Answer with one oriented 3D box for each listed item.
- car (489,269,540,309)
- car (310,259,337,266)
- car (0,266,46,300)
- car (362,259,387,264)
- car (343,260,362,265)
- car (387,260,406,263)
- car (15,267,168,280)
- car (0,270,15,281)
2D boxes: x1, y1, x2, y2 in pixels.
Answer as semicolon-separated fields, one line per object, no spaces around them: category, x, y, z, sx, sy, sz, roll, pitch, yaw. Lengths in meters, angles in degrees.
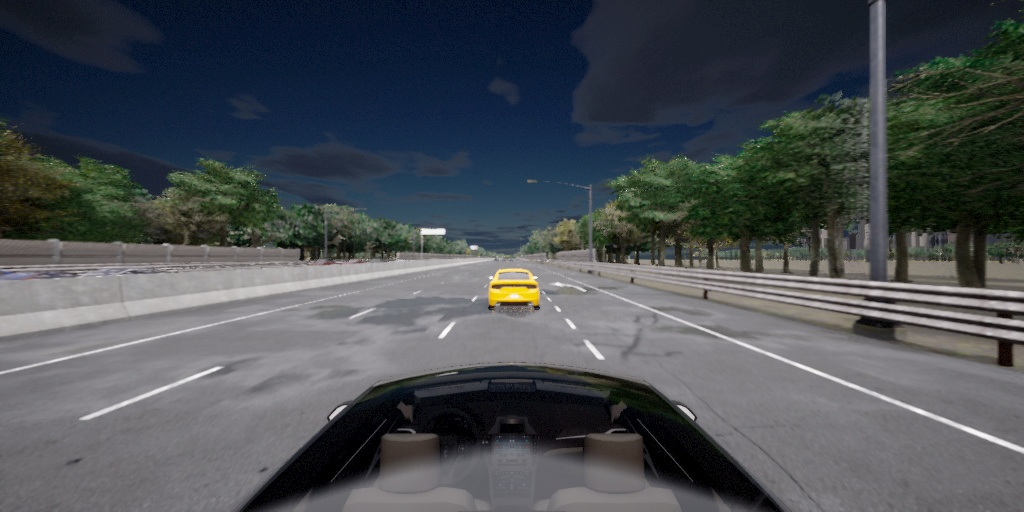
car;0.058;1.271;15.016;1.882;1.535;5.008;0;0;-1
car;-28.116;1.211;53.452;2.097;1.767;4.553;0;0;1
car;-24.610;1.252;15.699;1.882;1.535;5.008;0;0;0
car;-21.124;1.217;56.322;2.097;1.767;4.553;0;0;0
car;-24.619;1.343;56.219;1.882;1.535;5.008;0;0;0
car;-17.627;1.390;56.680;1.812;1.442;4.674;0;0;1
car;-17.612;1.265;15.979;2.128;1.511;4.902;0;0;0
car;-21.111;1.338;15.789;1.994;1.385;4.181;0;0;0
